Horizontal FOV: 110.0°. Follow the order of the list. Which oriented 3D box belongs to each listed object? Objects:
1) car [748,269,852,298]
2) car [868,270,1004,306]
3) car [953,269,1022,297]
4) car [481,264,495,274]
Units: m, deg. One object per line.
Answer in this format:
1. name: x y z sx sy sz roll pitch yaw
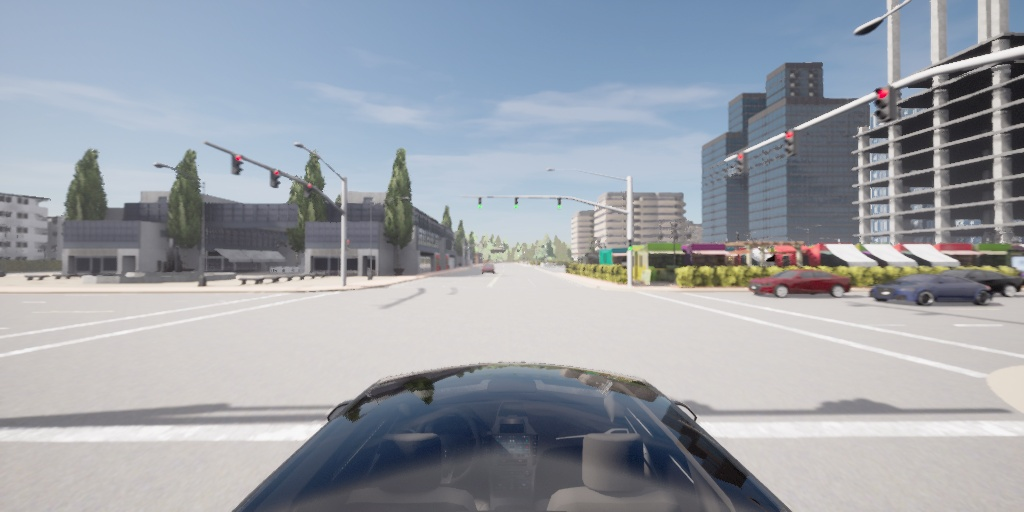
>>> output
1. car: 15.849 1.470 19.915 5.008 1.535 1.882 0 -1 -1
2. car: 19.108 1.511 16.495 4.181 1.385 1.994 0 -1 -1
3. car: 25.304 1.474 20.153 5.008 1.535 1.882 0 -1 -1
4. car: -3.502 1.915 53.685 1.882 1.535 5.008 0 0 0
